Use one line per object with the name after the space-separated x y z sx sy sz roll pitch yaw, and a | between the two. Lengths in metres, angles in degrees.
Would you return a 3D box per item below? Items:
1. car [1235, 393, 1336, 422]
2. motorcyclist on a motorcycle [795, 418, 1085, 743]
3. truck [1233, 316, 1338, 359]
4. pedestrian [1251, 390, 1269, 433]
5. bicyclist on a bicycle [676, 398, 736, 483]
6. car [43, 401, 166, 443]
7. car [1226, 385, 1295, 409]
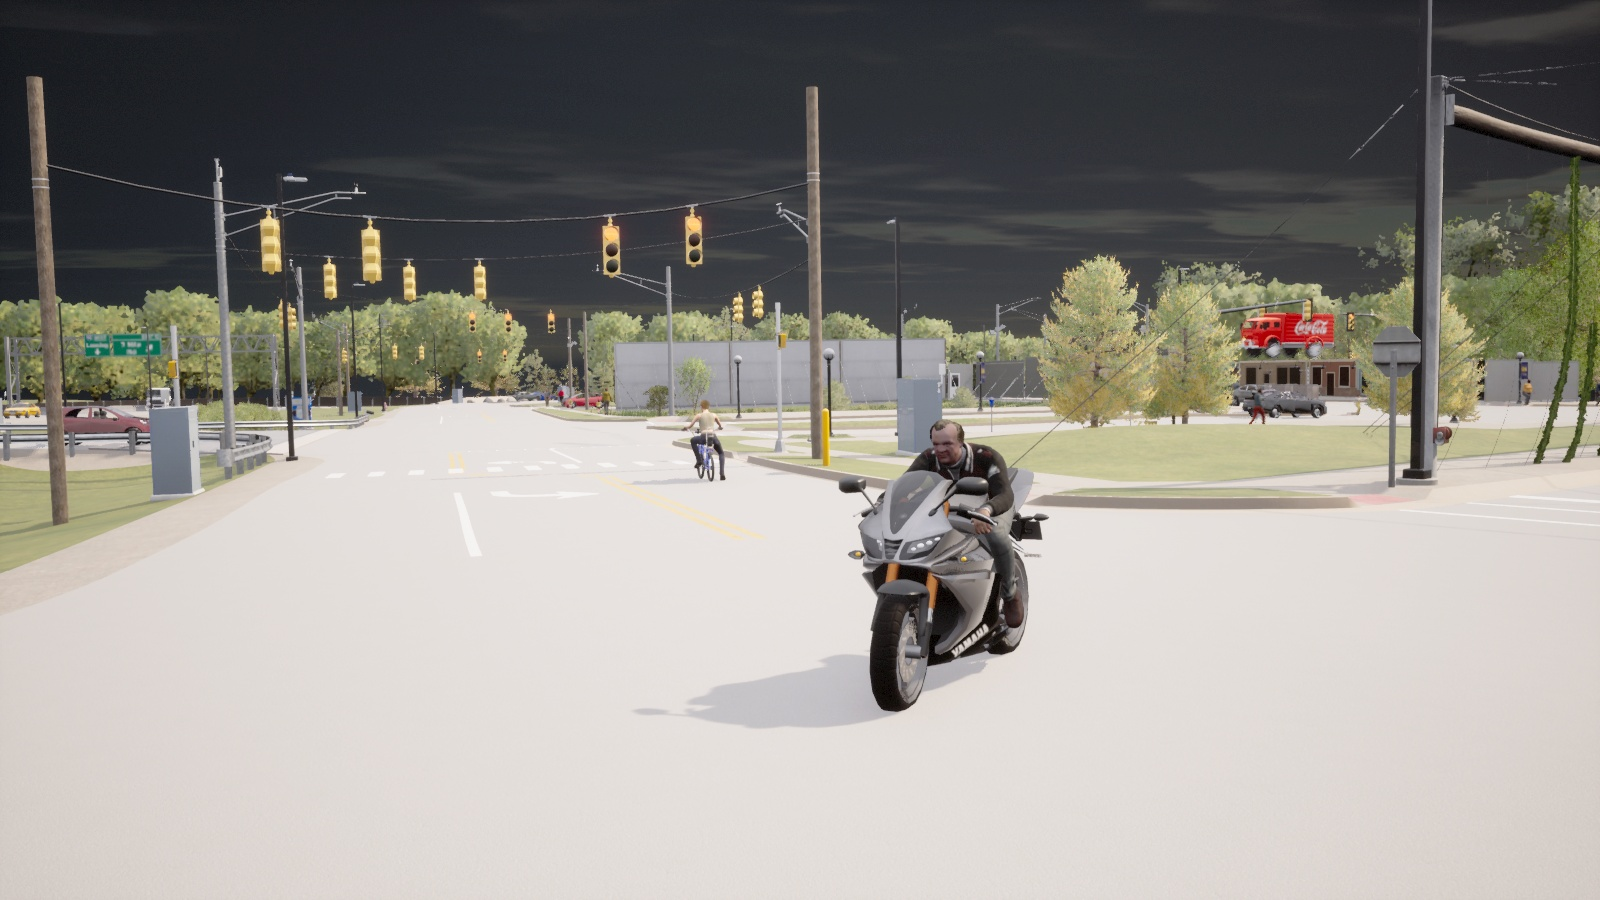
26.549 -2.332 68.678 4.902 1.511 2.128 -1 3 -20 | car
0.896 0.607 7.232 0.866 1.530 2.191 0 3 29 | motorcyclist on a motorcycle
28.998 -6.728 75.101 5.204 2.467 2.627 -1 6 -15 | truck
20.118 -1.705 54.968 0.614 1.847 0.353 -2 4 -17 | pedestrian
-1.885 -0.210 24.951 0.866 1.612 1.509 -2 3 -16 | bicyclist on a bicycle
-26.073 -1.087 47.186 3.633 1.501 1.845 -1 3 -11 | car
33.333 -3.854 91.028 2.152 1.651 5.027 -2 4 -15 | car
